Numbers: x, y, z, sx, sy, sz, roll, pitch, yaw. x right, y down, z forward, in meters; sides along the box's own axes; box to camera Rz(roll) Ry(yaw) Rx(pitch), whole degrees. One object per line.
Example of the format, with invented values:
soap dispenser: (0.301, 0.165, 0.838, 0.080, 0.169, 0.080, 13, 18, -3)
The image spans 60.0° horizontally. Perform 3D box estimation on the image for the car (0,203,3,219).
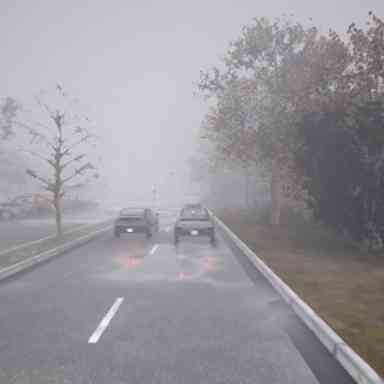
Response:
car: (-16.836, 1.439, 24.317, 4.553, 1.767, 2.185, -1, -1, -20)

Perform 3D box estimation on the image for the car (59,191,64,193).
car: (-31.180, 0.553, 80.056, 2.002, 1.452, 4.674, 6, -3, -19)

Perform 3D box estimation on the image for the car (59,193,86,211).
car: (-16.796, 1.447, 42.329, 5.566, 2.045, 2.435, -1, 0, -20)

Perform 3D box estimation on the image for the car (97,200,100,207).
car: (-16.635, 1.643, 51.378, 4.553, 1.767, 2.185, -1, 0, -19)

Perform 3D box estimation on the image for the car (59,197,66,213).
car: (-16.965, 1.650, 36.264, 5.366, 1.575, 1.946, -1, 0, -20)

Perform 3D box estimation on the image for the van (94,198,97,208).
van: (-16.609, 1.518, 48.401, 4.442, 1.987, 1.878, -1, -1, -19)

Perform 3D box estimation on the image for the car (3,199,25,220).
car: (-16.808, 1.586, 27.326, 4.892, 1.521, 2.231, -1, -1, -20)

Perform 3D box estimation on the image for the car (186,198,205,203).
car: (0.105, 1.650, 34.524, 1.837, 1.490, 4.892, 0, -1, 0)

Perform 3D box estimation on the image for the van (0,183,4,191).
van: (-46.158, -1.074, 80.114, 1.878, 1.987, 4.442, 6, -3, -19)

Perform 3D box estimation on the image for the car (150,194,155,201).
car: (-13.818, 1.805, 92.177, 5.366, 1.575, 1.946, -1, -1, -15)

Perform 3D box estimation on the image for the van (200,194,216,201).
van: (4.265, 1.530, 91.786, 4.442, 1.987, 1.878, 1, 0, -14)

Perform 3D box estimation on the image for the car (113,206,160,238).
car: (-2.901, 1.543, 17.924, 1.837, 1.490, 4.892, 0, 0, 0)

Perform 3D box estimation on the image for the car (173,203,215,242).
car: (0.100, 1.523, 16.447, 2.128, 1.511, 4.902, 0, 0, 0)

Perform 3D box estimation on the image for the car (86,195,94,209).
car: (-16.724, 1.470, 45.365, 5.566, 2.045, 2.435, -1, -1, -20)

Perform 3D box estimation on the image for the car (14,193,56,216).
car: (-16.824, 1.377, 33.315, 5.566, 2.045, 2.435, -1, 0, -20)

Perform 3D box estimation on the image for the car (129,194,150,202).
car: (-14.462, 1.830, 89.184, 4.792, 1.488, 2.163, -1, 0, -15)

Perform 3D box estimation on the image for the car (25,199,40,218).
car: (-16.824, 1.635, 30.310, 4.792, 1.488, 2.163, -1, 0, -20)

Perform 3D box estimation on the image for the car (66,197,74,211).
car: (-16.776, 1.714, 39.330, 4.674, 1.452, 2.002, -1, 0, -20)

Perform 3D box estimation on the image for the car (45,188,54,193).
car: (-34.175, -0.009, 80.119, 2.435, 2.045, 5.566, 6, -3, -19)

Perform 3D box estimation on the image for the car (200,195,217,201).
car: (4.648, 1.647, 94.755, 4.553, 1.767, 2.185, 1, -1, -14)

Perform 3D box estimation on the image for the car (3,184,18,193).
car: (-43.213, -0.575, 80.171, 2.231, 1.521, 4.892, 6, -3, -19)
